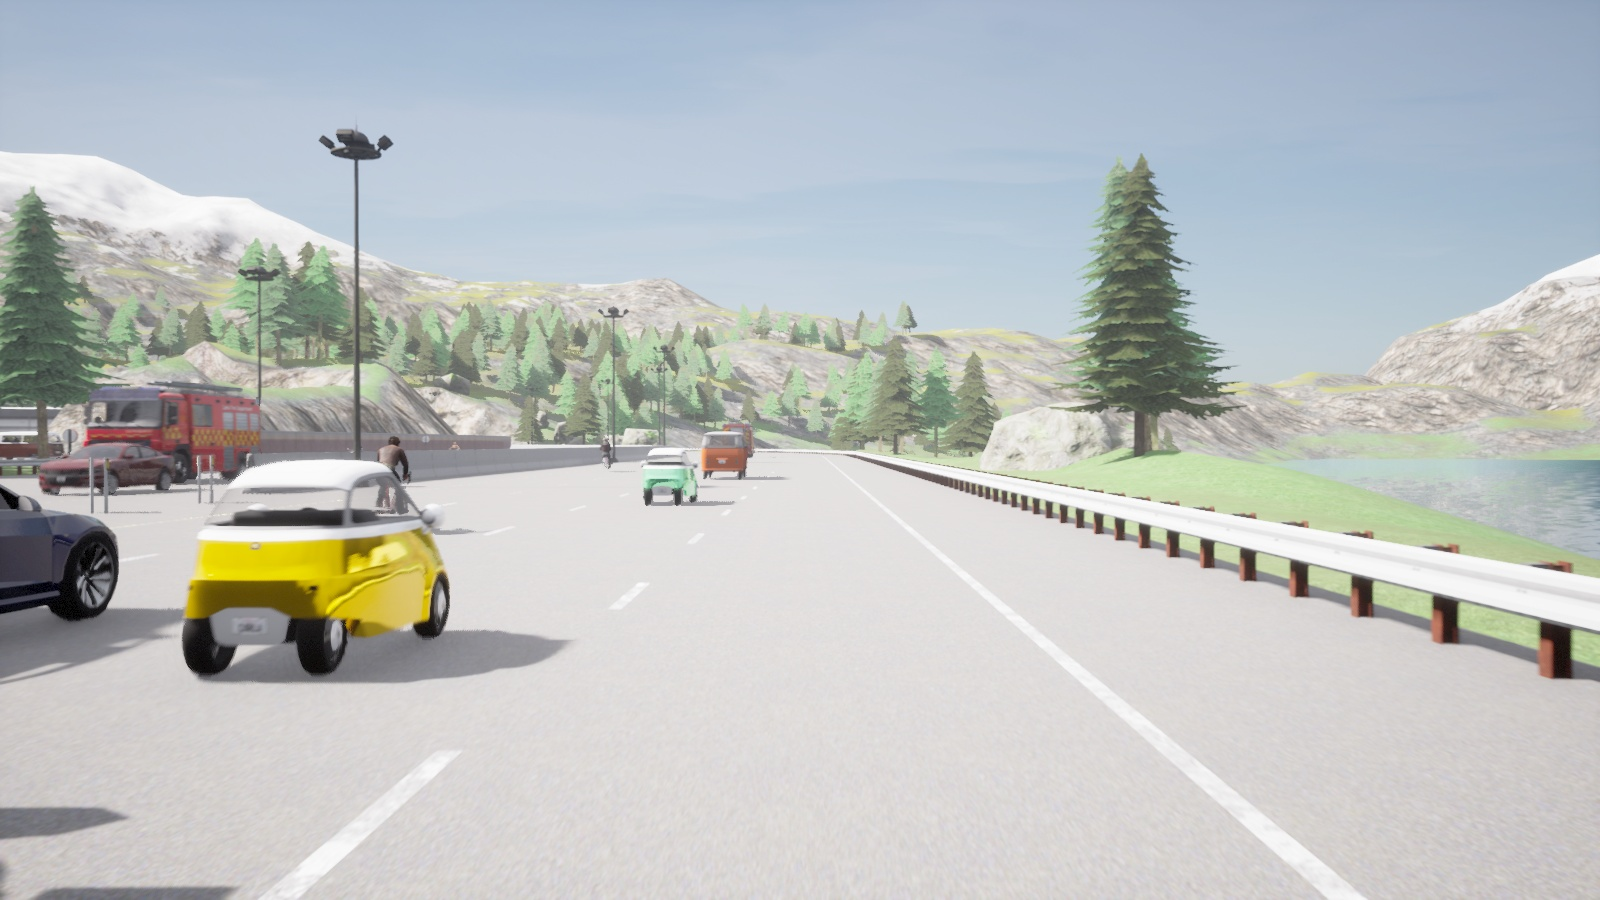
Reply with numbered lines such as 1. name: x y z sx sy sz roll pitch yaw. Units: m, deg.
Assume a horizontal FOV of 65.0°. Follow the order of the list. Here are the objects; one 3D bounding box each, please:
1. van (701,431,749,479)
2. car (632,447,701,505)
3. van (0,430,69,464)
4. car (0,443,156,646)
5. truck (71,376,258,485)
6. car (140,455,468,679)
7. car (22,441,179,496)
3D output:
1. van: -3.175 0.194 53.727 1.775 1.987 4.442 0 0 0
2. car: -3.304 0.621 31.413 1.481 1.376 2.207 0 1 0
3. van: -47.172 -0.193 76.095 4.480 2.038 2.069 0 0 0
4. car: -6.933 0.689 8.999 2.163 1.488 4.792 0 0 0
5. truck: -24.205 -0.711 48.457 2.891 3.827 8.468 0 0 0
6. car: -3.433 0.747 9.062 1.481 1.376 2.207 0 1 0
7. car: -20.769 0.496 37.563 1.882 1.535 5.008 0 0 0
